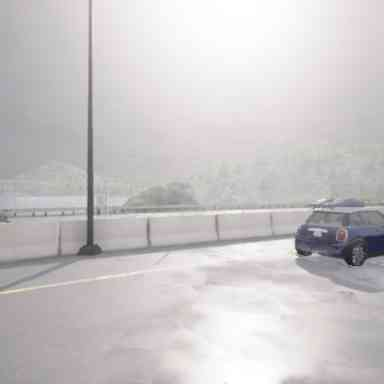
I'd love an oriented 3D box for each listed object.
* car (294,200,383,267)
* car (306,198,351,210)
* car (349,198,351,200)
[{"bbox_3d":[5.728,1.330,11.502,4.553,1.767,2.097,0,0,-32],"label":"car"},{"bbox_3d":[16.978,1.466,41.368,5.357,1.411,2.033,0,0,-24],"label":"car"},{"bbox_3d":[17.177,1.405,37.573,5.008,1.535,1.882,0,0,-24],"label":"car"}]
